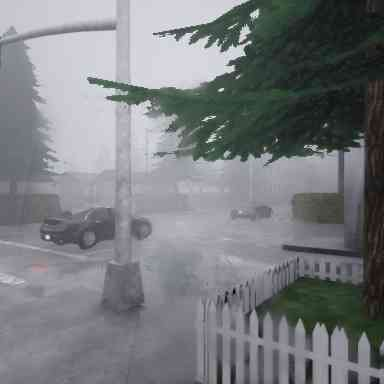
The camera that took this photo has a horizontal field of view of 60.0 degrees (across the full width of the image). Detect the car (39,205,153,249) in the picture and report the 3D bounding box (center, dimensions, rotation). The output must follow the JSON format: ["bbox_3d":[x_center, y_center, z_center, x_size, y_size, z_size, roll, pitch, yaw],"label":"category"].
[{"bbox_3d":[-3.648,1.313,13.569,1.837,1.490,4.892,0,0,35],"label":"car"}]

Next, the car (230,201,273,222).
[{"bbox_3d":[4.642,1.385,25.483,1.994,1.385,4.181,1,1,35],"label":"car"}]
